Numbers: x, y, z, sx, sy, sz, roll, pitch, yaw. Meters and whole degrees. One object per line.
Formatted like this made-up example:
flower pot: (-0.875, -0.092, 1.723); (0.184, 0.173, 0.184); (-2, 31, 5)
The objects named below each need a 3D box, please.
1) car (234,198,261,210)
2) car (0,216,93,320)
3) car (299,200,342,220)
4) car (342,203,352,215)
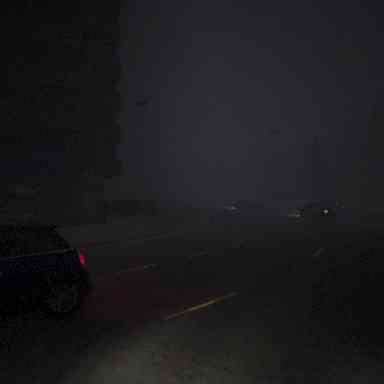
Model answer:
car: (7.044, 1.480, 42.486); (1.994, 1.385, 4.181); (0, 0, -21)
car: (-4.173, 1.354, 5.660); (4.553, 1.767, 2.097); (0, 0, -39)
car: (10.410, 1.496, 27.730); (1.994, 1.385, 4.181); (0, 0, 1)
car: (13.534, 1.464, 33.085); (2.033, 1.411, 5.357); (0, 0, -9)
